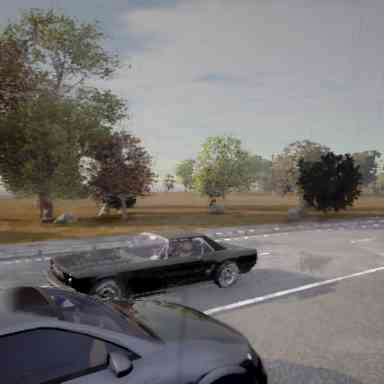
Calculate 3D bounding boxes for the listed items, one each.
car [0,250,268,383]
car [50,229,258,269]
[{"bbox_3d":[-1.322,1.560,2.758,4.181,1.385,1.994,0,0,-35],"label":"car"},{"bbox_3d":[-0.774,1.593,7.655,4.718,1.301,1.895,0,0,-34],"label":"car"}]
